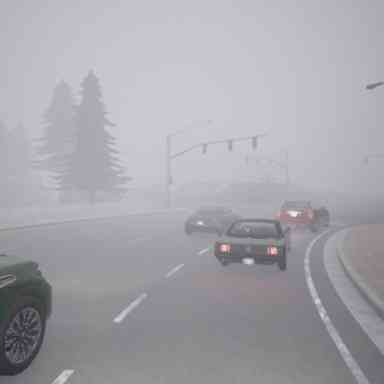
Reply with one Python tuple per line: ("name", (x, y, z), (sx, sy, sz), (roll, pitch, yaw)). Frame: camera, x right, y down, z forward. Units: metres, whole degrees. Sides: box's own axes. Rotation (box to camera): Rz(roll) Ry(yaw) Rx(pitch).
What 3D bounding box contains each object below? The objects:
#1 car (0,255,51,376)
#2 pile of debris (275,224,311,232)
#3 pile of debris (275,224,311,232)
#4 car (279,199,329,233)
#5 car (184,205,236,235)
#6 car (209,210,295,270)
("car", (-3.221, 1.186, 2.425), (2.150, 2.045, 5.566), (0, 0, 4))
("pile of debris", (5.644, 1.985, 18.502), (1.500, 0.140, 1.860), (0, 1, 33))
("pile of debris", (5.644, 1.985, 18.502), (1.500, 0.140, 1.860), (0, 1, 33))
("car", (6.283, 1.160, 18.686), (2.097, 1.767, 4.553), (0, 1, 32))
("car", (1.217, 1.384, 17.163), (1.994, 1.385, 4.181), (0, 1, 25))
("car", (2.164, 1.489, 10.711), (1.895, 1.301, 4.718), (0, 1, 18))
